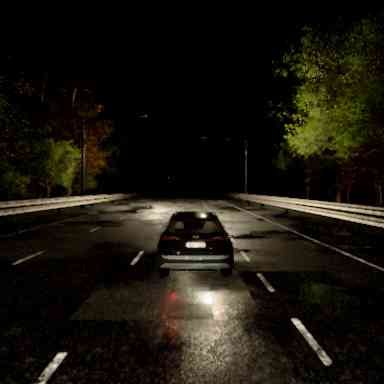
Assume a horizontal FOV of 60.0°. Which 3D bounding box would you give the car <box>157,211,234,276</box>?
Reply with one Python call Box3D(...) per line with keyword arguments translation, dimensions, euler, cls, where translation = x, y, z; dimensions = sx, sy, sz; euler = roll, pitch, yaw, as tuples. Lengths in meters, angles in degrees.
Box3D(translation=(0.064, 1.372, 9.999), dimensions=(2.033, 1.649, 4.856), euler=(0, -2, -1), cls="car")
